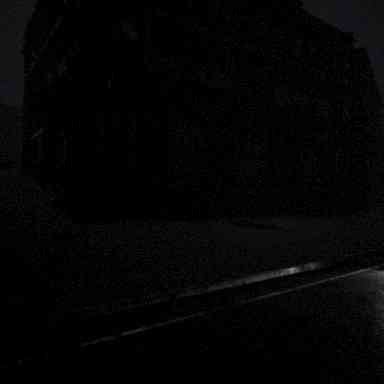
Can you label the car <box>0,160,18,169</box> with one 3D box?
[{"bbox_3d":[-17.836,-2.498,29.112,2.002,1.452,4.674,0,-2,40],"label":"car"}]
